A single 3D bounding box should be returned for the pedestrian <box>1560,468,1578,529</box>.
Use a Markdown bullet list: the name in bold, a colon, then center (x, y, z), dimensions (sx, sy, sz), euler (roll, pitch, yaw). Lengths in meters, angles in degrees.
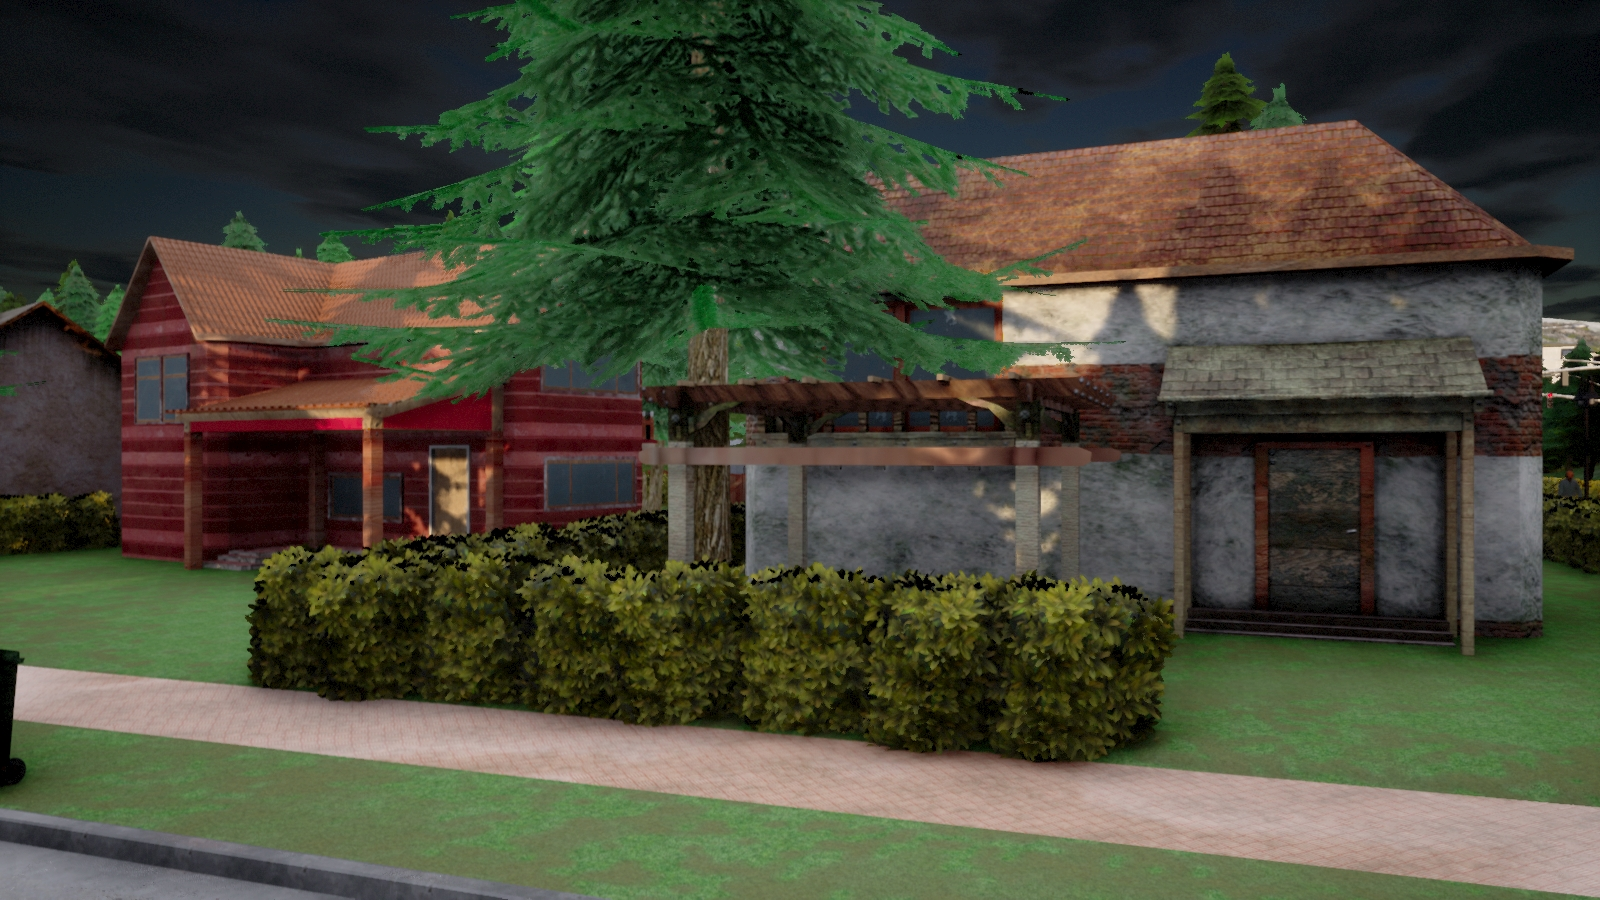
- **pedestrian**: center (23.683, 1.494, 35.194), dimensions (0.375, 1.860, 0.375), euler (0, 0, 16)
